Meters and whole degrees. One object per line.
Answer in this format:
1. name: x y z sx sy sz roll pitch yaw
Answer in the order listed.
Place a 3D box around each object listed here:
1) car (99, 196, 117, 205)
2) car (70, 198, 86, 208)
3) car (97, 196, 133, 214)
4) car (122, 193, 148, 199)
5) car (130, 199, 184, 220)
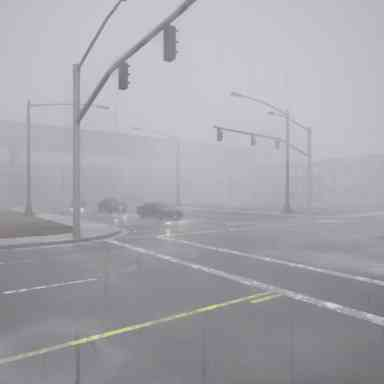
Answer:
1. car: -14.992 1.526 59.810 1.812 1.442 4.674 0 0 3
2. car: -16.531 1.564 48.033 1.994 1.385 4.181 0 0 -22
3. car: -8.758 1.490 36.238 2.128 1.511 4.902 0 0 -36
4. car: -12.303 1.223 69.377 2.150 2.045 5.566 0 0 29
5. car: -2.887 1.547 28.251 2.033 1.411 5.357 0 0 -36
